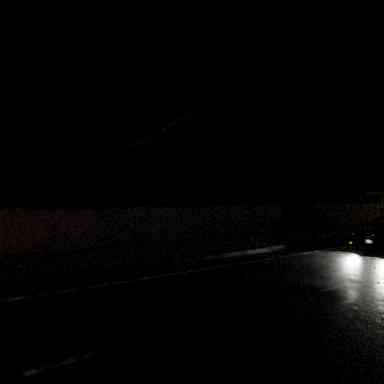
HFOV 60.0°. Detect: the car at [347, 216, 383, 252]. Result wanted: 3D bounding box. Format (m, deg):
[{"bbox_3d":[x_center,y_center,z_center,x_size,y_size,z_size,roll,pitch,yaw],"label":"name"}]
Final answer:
[{"bbox_3d":[8.156,1.668,13.430,4.181,1.385,1.994,1,0,-35],"label":"car"}]
